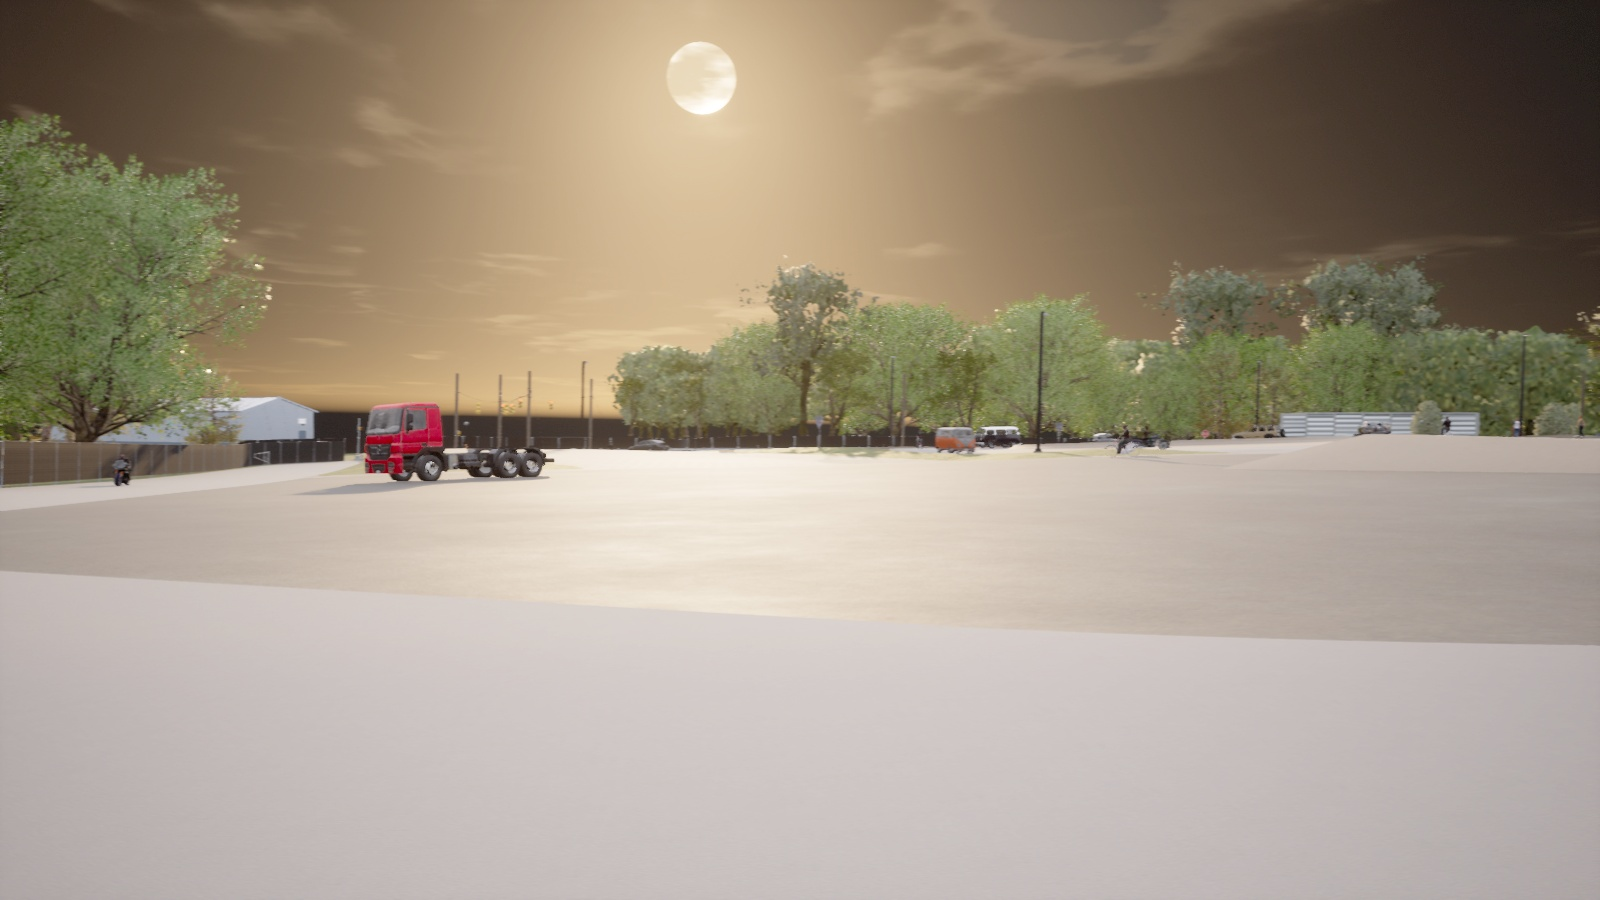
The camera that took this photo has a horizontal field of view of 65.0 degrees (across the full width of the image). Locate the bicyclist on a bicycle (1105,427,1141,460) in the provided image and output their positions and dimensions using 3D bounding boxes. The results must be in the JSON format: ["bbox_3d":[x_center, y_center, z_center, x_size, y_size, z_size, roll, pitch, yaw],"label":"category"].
[{"bbox_3d":[17.537,-0.349,68.260,1.843,1.776,0.659,-1,1,14],"label":"bicyclist on a bicycle"}]

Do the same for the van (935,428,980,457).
[{"bbox_3d":[11.334,-0.550,90.592,1.775,1.987,4.442,1,1,-13],"label":"van"}]

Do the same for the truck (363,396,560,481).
[{"bbox_3d":[-14.762,-0.532,55.262,2.891,3.462,7.936,-1,0,44],"label":"truck"}]

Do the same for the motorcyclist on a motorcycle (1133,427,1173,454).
[{"bbox_3d":[22.558,-0.577,80.176,2.350,1.649,0.766,-1,0,22],"label":"motorcyclist on a motorcycle"}]

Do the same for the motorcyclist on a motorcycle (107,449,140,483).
[{"bbox_3d":[-31.773,0.742,59.007,0.866,1.530,2.191,2,-1,-15],"label":"motorcyclist on a motorcycle"}]
